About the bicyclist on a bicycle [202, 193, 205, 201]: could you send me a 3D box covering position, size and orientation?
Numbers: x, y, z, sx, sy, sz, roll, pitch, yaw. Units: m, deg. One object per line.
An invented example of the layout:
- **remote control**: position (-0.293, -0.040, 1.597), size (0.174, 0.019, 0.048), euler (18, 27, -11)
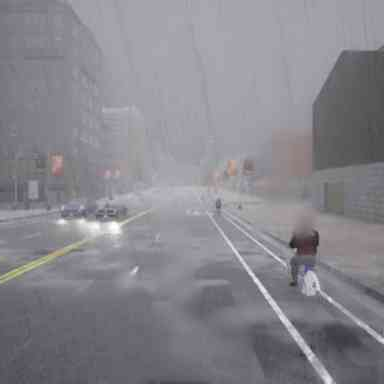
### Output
- **bicyclist on a bicycle**: position (2.252, 0.999, 63.728), size (0.866, 1.612, 1.509), euler (0, 1, 0)

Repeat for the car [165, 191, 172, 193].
- **car**: position (-6.506, -0.043, 94.335), size (2.033, 1.411, 5.357), euler (0, 2, 0)

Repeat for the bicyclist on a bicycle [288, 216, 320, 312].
- **bicyclist on a bicycle**: position (2.250, 1.363, 6.833), size (0.659, 1.776, 1.843), euler (0, 0, 0)

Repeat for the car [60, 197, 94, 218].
- **car**: position (-9.812, 1.256, 29.260), size (2.097, 1.767, 4.553), euler (0, 0, 0)

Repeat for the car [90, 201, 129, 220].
- **car**: position (-6.574, 1.516, 27.508), size (1.895, 1.301, 4.718), euler (0, 0, 0)

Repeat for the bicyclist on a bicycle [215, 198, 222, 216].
- **bicyclist on a bicycle**: position (2.249, 1.364, 28.160), size (0.582, 1.620, 1.656), euler (0, 0, 0)
